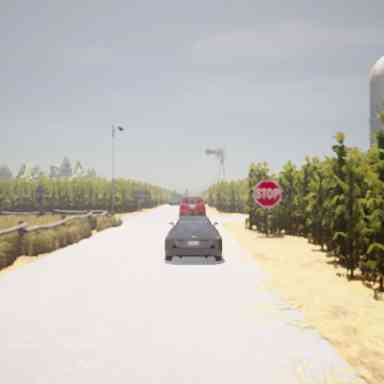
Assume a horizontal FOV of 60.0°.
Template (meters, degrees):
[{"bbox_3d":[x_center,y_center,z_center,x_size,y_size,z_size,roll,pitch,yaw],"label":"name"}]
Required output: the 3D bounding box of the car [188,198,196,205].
[{"bbox_3d":[0.008,2.126,73.891,1.882,1.535,5.008,0,-1,0],"label":"car"}]

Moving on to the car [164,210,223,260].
[{"bbox_3d":[0.062,1.592,12.560,1.994,1.385,4.181,0,0,0],"label":"car"}]

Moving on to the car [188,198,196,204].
[{"bbox_3d":[0.009,2.237,84.308,1.994,1.385,4.181,0,-1,0],"label":"car"}]

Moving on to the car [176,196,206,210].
[{"bbox_3d":[0.056,1.334,28.502,2.150,2.045,5.566,-1,0,0],"label":"car"}]

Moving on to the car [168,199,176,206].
[{"bbox_3d":[-3.136,1.868,60.154,1.994,1.385,4.181,0,-1,1],"label":"car"}]

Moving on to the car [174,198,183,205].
[{"bbox_3d":[-3.092,2.183,75.370,1.837,1.490,4.892,0,-1,0],"label":"car"}]
